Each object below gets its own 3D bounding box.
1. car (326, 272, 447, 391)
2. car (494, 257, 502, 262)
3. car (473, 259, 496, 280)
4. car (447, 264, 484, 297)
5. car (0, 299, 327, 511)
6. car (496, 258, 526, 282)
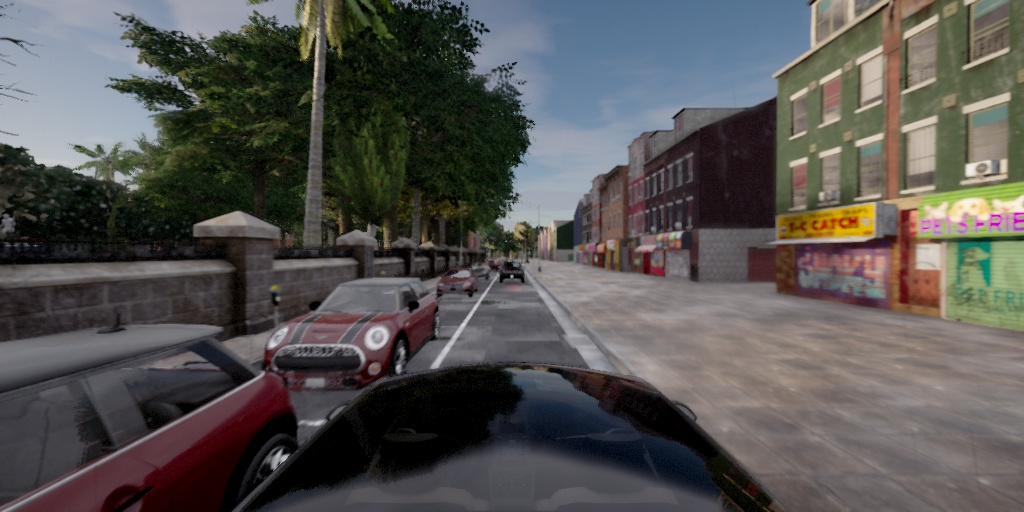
[{"bbox_3d":[-2.637,1.165,6.800,1.967,1.591,4.097,0,0,0],"label":"car"},{"bbox_3d":[-2.647,1.144,46.619,1.888,1.381,4.507,0,0,0],"label":"car"},{"bbox_3d":[-2.643,1.190,29.554,2.007,1.370,4.403,0,0,0],"label":"car"},{"bbox_3d":[-2.641,1.259,18.177,1.802,1.307,4.207,0,0,0],"label":"car"},{"bbox_3d":[-2.637,1.193,1.113,1.967,1.591,4.097,0,0,0],"label":"car"},{"bbox_3d":[0.020,1.152,27.522,1.837,1.490,4.892,0,1,1],"label":"car"}]
